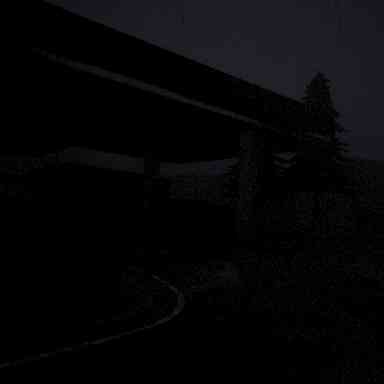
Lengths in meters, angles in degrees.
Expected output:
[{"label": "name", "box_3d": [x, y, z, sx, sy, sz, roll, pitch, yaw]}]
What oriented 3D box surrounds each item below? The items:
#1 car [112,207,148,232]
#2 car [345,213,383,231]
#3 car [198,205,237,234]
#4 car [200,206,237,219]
[{"label": "car", "box_3d": [-4.983, 1.883, 23.523, 2.242, 1.667, 4.611, 2, -1, -37]}, {"label": "car", "box_3d": [14.396, 2.353, 25.246, 2.033, 1.411, 5.357, 2, -1, -36]}, {"label": "car", "box_3d": [2.151, 1.854, 23.493, 1.905, 1.878, 3.866, 2, -1, -37]}, {"label": "car", "box_3d": [3.156, 2.408, 40.458, 1.895, 1.301, 4.718, 2, -1, -37]}]
